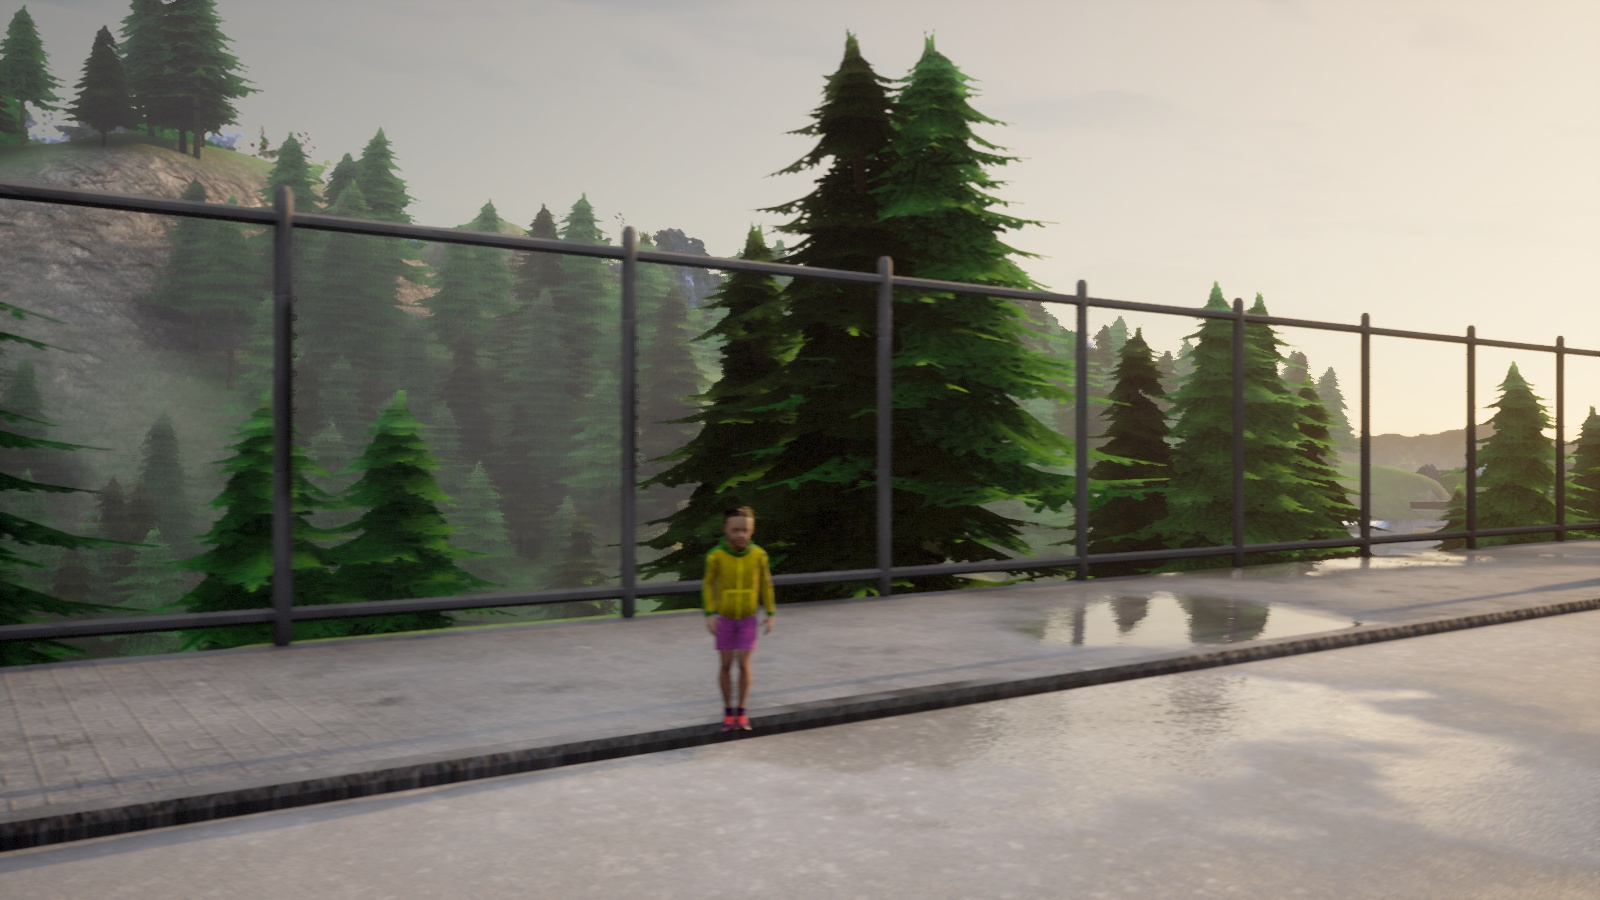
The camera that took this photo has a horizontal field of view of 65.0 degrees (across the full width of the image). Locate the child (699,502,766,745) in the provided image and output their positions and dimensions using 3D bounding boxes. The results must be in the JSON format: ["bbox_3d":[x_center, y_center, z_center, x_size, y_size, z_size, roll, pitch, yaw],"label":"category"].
[{"bbox_3d":[-0.348,0.851,6.346,0.299,1.160,0.473,0,0,-8],"label":"child"}]
